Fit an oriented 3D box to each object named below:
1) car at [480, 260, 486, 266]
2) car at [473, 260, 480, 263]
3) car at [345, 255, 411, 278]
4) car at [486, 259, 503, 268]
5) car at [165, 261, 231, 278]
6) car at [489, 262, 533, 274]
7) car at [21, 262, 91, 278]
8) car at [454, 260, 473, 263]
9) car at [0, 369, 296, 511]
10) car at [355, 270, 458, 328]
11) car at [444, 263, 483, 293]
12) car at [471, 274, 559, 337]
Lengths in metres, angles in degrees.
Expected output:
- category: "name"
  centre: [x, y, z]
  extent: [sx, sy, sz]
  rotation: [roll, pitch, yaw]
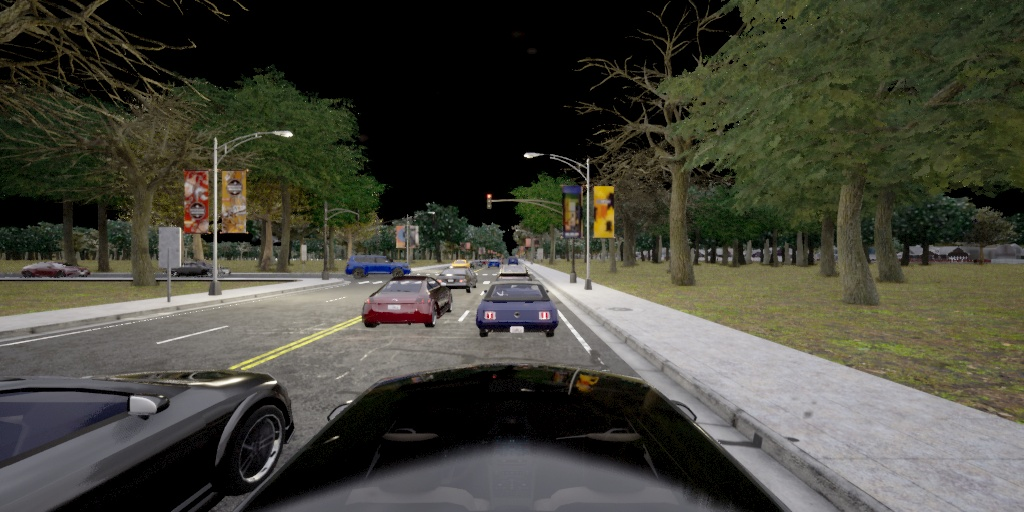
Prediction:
- category: "car"
  centre: [-6.376, 1.346, 64.929]
  extent: [1.994, 1.385, 4.181]
  rotation: [0, 0, 0]
- category: "car"
  centre: [-6.435, 1.372, 54.872]
  extent: [1.895, 1.301, 4.718]
  rotation: [0, 0, 0]
- category: "car"
  centre: [-11.923, 0.973, 32.180]
  extent: [5.566, 2.045, 2.150]
  rotation: [0, 0, -11]
- category: "car"
  centre: [-2.979, 1.255, 61.160]
  extent: [1.882, 1.535, 5.008]
  rotation: [0, 0, 0]
- category: "car"
  centre: [-27.506, 1.219, 31.564]
  extent: [4.902, 1.511, 2.128]
  rotation: [0, 0, 0]
- category: "car"
  centre: [0.129, 1.244, 19.444]
  extent: [2.128, 1.511, 4.902]
  rotation: [0, 0, 1]
- category: "car"
  centre: [-40.201, 1.241, 31.619]
  extent: [4.674, 1.442, 1.812]
  rotation: [1, 0, 0]
- category: "car"
  centre: [-6.474, 1.242, 45.465]
  extent: [1.882, 1.535, 5.008]
  rotation: [0, 0, 0]
- category: "car"
  centre: [-3.152, 1.314, 1.862]
  extent: [1.994, 1.385, 4.181]
  rotation: [0, 0, 0]
- category: "car"
  centre: [-3.117, 1.315, 11.426]
  extent: [1.994, 1.385, 4.181]
  rotation: [0, 0, -1]
- category: "car"
  centre: [-3.098, 1.300, 20.667]
  extent: [2.033, 1.411, 5.357]
  rotation: [0, 0, 0]
- category: "car"
  centre: [0.123, 1.351, 10.190]
  extent: [1.895, 1.301, 4.718]
  rotation: [0, 0, 0]
